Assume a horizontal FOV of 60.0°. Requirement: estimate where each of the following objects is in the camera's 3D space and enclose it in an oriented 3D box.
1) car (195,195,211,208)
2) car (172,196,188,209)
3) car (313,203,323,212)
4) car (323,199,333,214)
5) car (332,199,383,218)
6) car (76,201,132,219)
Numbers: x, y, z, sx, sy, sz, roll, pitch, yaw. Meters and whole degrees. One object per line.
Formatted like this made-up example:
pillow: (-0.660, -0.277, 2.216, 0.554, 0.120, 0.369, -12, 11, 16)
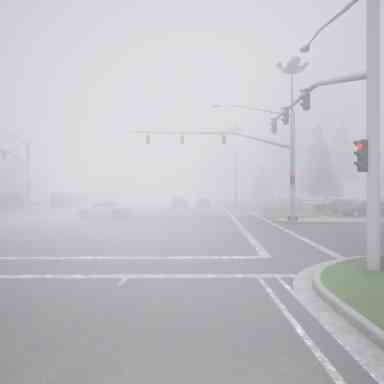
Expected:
car: (1.603, 1.506, 47.580, 1.837, 1.490, 4.892, -1, 0, 1)
car: (-1.700, 1.351, 45.469, 2.097, 1.767, 4.553, 0, 0, -2)
car: (15.794, 1.478, 36.181, 5.008, 1.535, 1.882, 0, 0, -1)
car: (15.826, 1.601, 32.680, 4.718, 1.301, 1.895, 0, 0, -1)
car: (15.371, 1.503, 29.175, 4.892, 1.490, 1.837, -1, 0, -1)
car: (-7.610, 1.526, 28.921, 4.674, 1.442, 1.812, 0, 0, -1)
